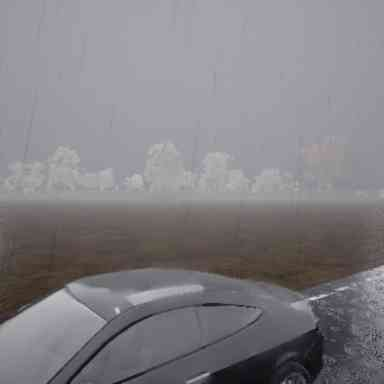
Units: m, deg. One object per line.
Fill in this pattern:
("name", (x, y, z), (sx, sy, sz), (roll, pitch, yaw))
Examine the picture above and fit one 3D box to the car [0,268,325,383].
("car", (-0.684, 1.527, 2.957), (4.674, 1.442, 1.812), (0, 0, -36))
